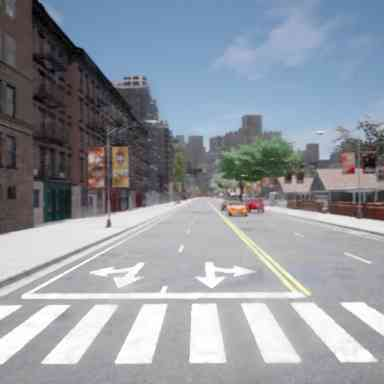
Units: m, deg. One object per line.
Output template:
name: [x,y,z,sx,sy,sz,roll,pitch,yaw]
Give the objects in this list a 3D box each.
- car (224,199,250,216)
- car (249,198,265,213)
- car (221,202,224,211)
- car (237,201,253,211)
car: [5.401,1.960,40.532,2.097,1.767,4.553,-1,-1,2]
car: [8.841,1.883,46.951,2.150,2.045,5.566,-1,-1,2]
car: [5.882,2.186,54.952,2.097,1.767,4.553,-1,-1,2]
car: [9.128,2.374,57.381,2.033,1.411,5.357,-1,-1,2]
